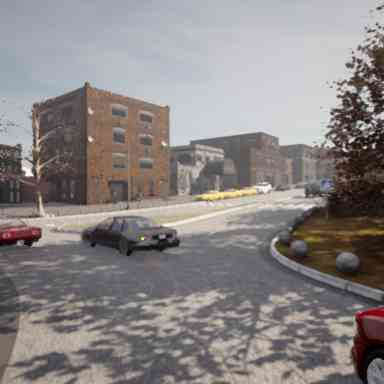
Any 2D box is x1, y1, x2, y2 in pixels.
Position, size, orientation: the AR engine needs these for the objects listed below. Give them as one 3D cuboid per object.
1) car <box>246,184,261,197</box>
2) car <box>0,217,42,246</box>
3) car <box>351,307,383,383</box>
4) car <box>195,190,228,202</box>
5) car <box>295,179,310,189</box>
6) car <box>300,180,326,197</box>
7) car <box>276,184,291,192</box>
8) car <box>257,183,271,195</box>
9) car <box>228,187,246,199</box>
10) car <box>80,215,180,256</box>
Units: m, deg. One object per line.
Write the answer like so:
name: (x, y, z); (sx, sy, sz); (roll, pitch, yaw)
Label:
car: (9.127, -0.046, 56.287); (1.946, 1.575, 5.366); (-1, 3, 37)
car: (-8.898, 1.777, 14.849); (4.718, 1.301, 1.895); (-1, -1, 33)
car: (3.255, 1.487, 1.946); (1.882, 1.535, 5.008); (0, -1, -17)
car: (2.504, 0.554, 47.464); (1.946, 1.575, 5.366); (-1, 3, 37)
car: (25.859, -1.553, 78.616); (2.231, 1.521, 4.892); (-1, 3, 37)
car: (18.322, -0.324, 48.914); (2.150, 2.045, 5.566); (-1, 3, 38)
car: (19.218, -0.925, 69.759); (2.163, 1.488, 4.792); (-1, 3, 37)
car: (12.598, -0.608, 60.917); (2.435, 2.045, 5.566); (-1, 3, 37)
car: (5.819, 0.253, 51.872); (1.946, 1.575, 5.366); (-1, 3, 37)
car: (-2.760, 1.694, 13.897); (2.033, 1.411, 5.357); (0, -1, -42)
